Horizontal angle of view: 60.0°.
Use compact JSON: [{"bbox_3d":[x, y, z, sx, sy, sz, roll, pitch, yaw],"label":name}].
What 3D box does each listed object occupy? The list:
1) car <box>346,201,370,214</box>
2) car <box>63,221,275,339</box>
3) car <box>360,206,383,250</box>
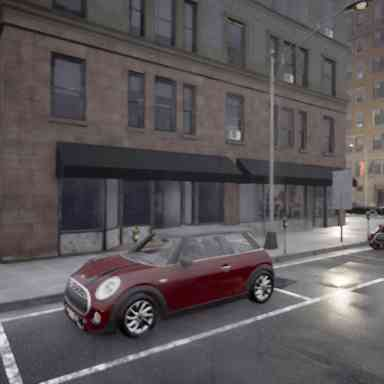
[{"bbox_3d":[15.596,1.537,30.747,1.895,1.301,4.718,1,0,-36],"label":"car"},{"bbox_3d":[-0.315,1.441,6.522,4.097,1.590,1.967,0,0,-35],"label":"car"},{"bbox_3d":[8.643,1.447,12.883,4.097,1.590,1.967,0,0,-35],"label":"car"}]
